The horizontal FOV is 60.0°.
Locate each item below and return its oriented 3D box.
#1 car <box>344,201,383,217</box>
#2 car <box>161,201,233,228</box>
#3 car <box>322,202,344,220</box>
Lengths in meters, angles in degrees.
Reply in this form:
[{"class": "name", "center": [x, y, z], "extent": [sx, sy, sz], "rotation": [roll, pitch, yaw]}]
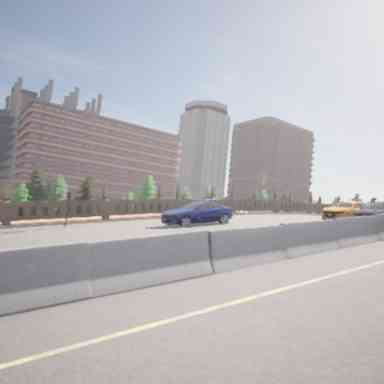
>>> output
[{"class": "car", "center": [12.143, 1.384, 21.228], "extent": [5.008, 1.535, 1.882], "rotation": [2, -1, -35]}, {"class": "car", "center": [0.394, 1.354, 21.489], "extent": [5.008, 1.535, 1.882], "rotation": [-1, 0, -35]}, {"class": "car", "center": [11.933, 1.446, 25.357], "extent": [5.008, 1.535, 1.882], "rotation": [2, -1, -35]}]
